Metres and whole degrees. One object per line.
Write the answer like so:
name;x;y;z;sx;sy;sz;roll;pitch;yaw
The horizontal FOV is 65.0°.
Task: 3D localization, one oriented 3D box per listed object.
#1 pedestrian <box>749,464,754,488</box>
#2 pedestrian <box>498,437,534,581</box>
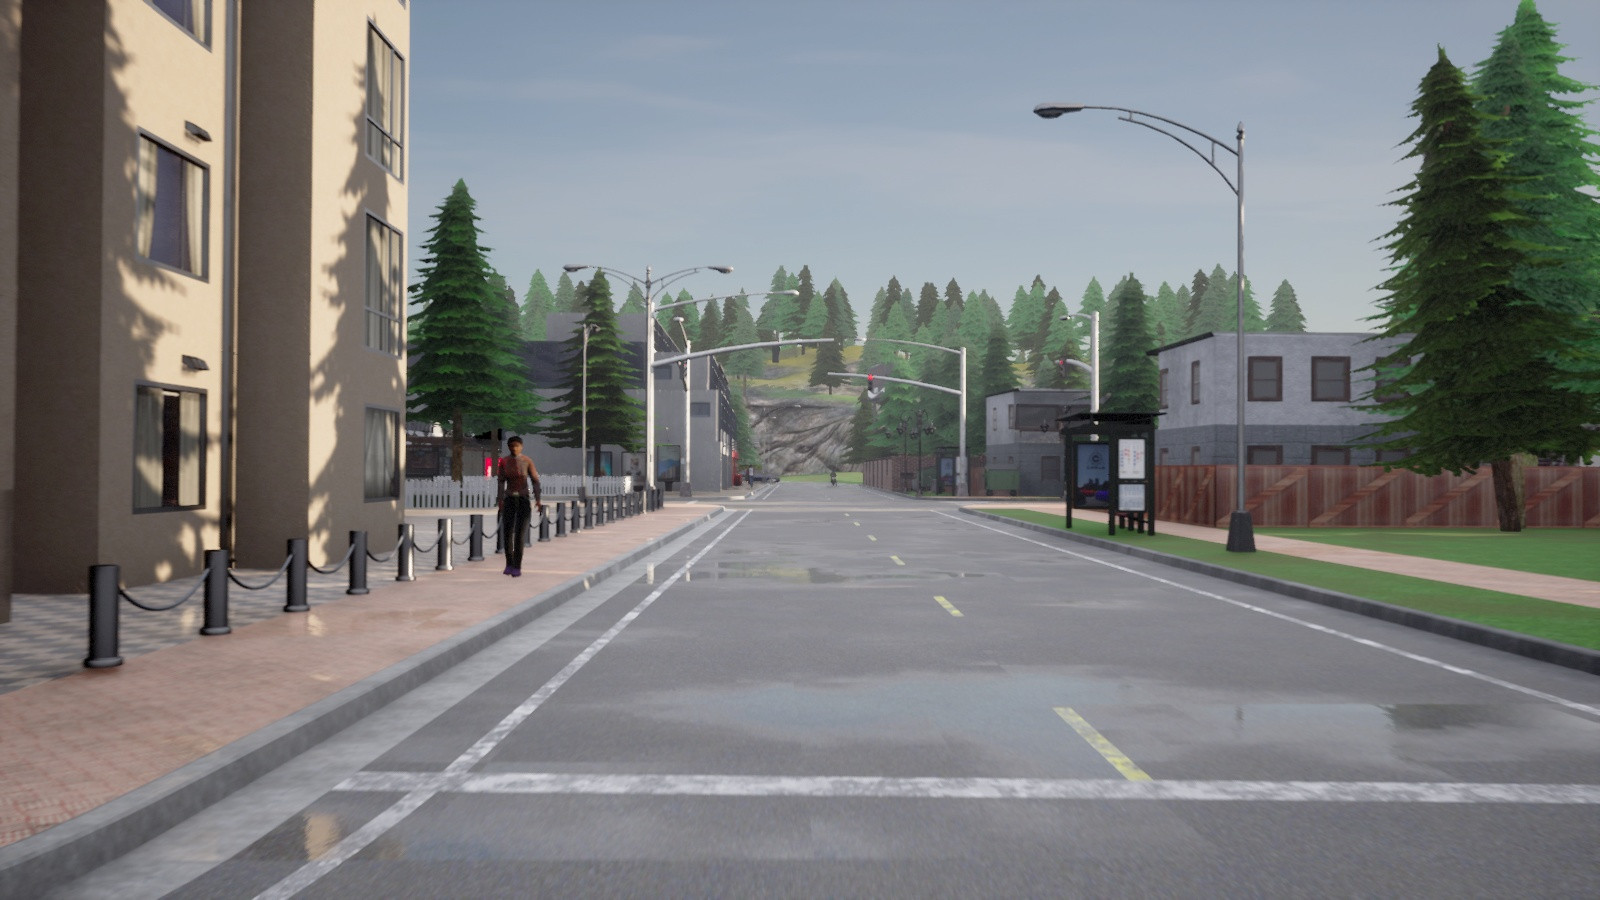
pedestrian;-3.772;2.029;97.975;0.354;1.836;0.706;0;-1;-3
pedestrian;-3.665;0.744;16.219;0.328;1.805;0.869;0;-1;-4
